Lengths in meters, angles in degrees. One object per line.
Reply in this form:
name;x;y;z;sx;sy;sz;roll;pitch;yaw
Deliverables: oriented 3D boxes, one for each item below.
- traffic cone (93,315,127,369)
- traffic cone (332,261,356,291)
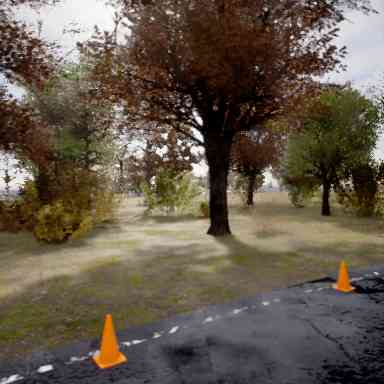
traffic cone;-1.083;1.908;4.365;0.340;0.580;0.340;-2;1;-34
traffic cone;3.252;1.770;7.127;0.340;0.580;0.340;-2;1;-31
